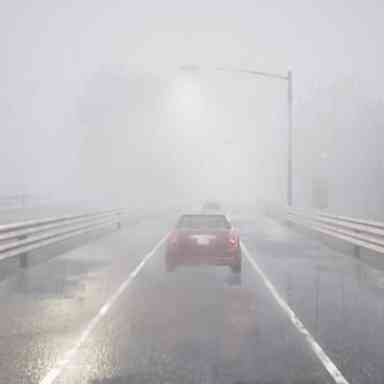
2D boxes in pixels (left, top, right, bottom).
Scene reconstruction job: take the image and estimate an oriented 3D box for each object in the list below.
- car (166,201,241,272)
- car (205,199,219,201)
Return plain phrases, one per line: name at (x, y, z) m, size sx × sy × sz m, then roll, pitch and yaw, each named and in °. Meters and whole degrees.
car at (0.380, 1.358, 11.055) m, size 2.097 × 1.767 × 4.553 m, roll 0°, pitch 0°, yaw 2°
car at (2.046, 1.512, 33.664) m, size 1.837 × 1.490 × 4.892 m, roll 0°, pitch 1°, yaw 6°
